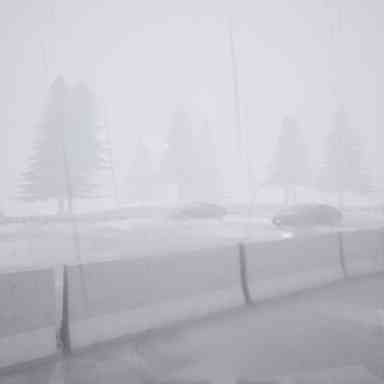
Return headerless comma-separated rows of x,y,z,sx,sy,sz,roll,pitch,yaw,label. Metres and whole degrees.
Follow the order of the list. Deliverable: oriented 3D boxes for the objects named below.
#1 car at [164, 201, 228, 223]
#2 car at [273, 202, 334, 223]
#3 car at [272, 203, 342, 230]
0.344,1.426,24.700,4.902,1.511,2.128,0,0,-30,car
8.413,1.510,25.133,4.181,1.385,1.994,0,0,-27,car
7.127,1.461,20.502,4.892,1.490,1.837,0,0,-28,car
